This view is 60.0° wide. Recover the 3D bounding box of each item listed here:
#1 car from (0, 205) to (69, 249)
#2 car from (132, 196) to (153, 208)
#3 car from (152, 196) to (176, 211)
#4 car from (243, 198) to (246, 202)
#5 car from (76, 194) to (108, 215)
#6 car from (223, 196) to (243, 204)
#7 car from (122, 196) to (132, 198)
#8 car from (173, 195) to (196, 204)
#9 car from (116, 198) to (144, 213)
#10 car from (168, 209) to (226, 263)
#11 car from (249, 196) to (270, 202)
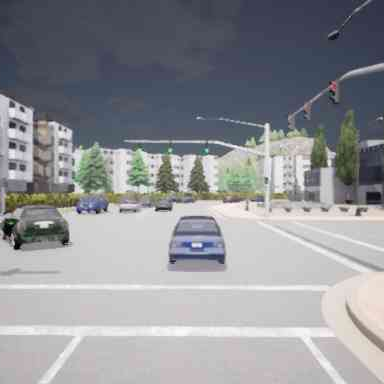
[{"bbox_3d":[-7.143,1.366,14.927,2.097,1.767,4.553,0,0,-36],"label":"car"},{"bbox_3d":[-6.678,1.398,48.158,2.097,1.767,4.553,0,0,6],"label":"car"},{"bbox_3d":[-3.416,1.603,41.691,1.994,1.385,4.181,0,0,0],"label":"car"},{"bbox_3d":[10.188,1.624,75.001,4.181,1.385,1.994,0,0,-39],"label":"car"},{"bbox_3d":[-10.471,1.251,35.409,2.150,2.045,5.566,0,0,-1],"label":"car"},{"bbox_3d":[7.980,1.590,67.437,1.812,1.442,4.674,0,0,38],"label":"car"},{"bbox_3d":[-9.897,1.398,50.722,2.097,1.767,4.553,0,0,9],"label":"car"},{"bbox_3d":[-1.117,1.610,66.328,2.033,1.411,5.357,0,0,28],"label":"car"},{"bbox_3d":[-7.020,1.637,37.831,1.895,1.301,4.718,0,0,-1],"label":"car"},{"bbox_3d":[0.192,1.559,11.990,2.033,1.411,5.357,0,0,1],"label":"car"},{"bbox_3d":[15.096,1.611,74.560,5.357,1.411,2.033,0,0,-36],"label":"car"}]
